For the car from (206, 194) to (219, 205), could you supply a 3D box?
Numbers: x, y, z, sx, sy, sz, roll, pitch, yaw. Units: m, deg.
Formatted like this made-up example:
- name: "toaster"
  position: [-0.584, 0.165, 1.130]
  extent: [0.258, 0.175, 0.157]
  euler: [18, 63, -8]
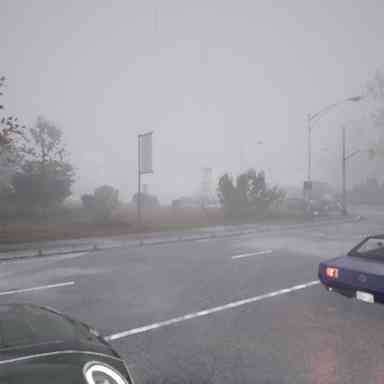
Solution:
- name: "car"
  position: [2.308, 1.114, 53.095]
  extent: [2.097, 1.767, 4.553]
  euler: [-1, 0, -39]

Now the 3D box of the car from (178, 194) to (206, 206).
- name: "car"
  position: [-0.568, 1.297, 51.088]
  extent: [1.837, 1.490, 4.892]
  euler: [-1, 1, -39]

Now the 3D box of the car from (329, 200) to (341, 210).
- name: "car"
  position: [14.419, 1.244, 37.937]
  extent: [2.128, 1.511, 4.902]
  euler: [-1, 0, -39]

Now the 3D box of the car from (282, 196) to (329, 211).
- name: "car"
  position: [11.698, 1.289, 35.704]
  extent: [1.837, 1.490, 4.892]
  euler: [-1, 0, -38]

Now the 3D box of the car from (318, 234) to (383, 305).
- name: "car"
  position: [4.906, 1.572, 7.229]
  extent: [4.718, 1.301, 1.895]
  euler: [0, 0, -35]

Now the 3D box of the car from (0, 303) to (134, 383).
- name: "car"
  position: [-2.567, 1.352, 1.893]
  extent: [4.553, 1.767, 2.097]
  euler: [0, 0, -36]
